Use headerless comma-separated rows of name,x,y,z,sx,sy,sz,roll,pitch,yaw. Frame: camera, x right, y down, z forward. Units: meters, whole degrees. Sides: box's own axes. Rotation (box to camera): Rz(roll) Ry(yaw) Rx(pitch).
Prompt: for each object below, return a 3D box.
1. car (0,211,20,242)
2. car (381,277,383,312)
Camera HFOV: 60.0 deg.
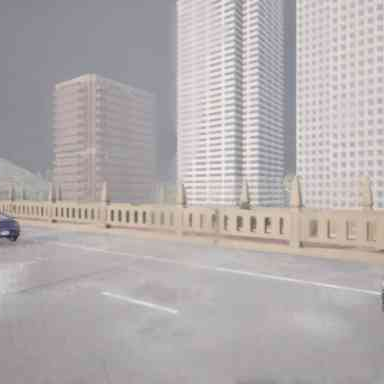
car,-9.625,1.530,15.151,4.674,1.442,1.812,0,0,35
car,5.266,1.525,4.535,4.674,1.442,1.812,0,0,35
